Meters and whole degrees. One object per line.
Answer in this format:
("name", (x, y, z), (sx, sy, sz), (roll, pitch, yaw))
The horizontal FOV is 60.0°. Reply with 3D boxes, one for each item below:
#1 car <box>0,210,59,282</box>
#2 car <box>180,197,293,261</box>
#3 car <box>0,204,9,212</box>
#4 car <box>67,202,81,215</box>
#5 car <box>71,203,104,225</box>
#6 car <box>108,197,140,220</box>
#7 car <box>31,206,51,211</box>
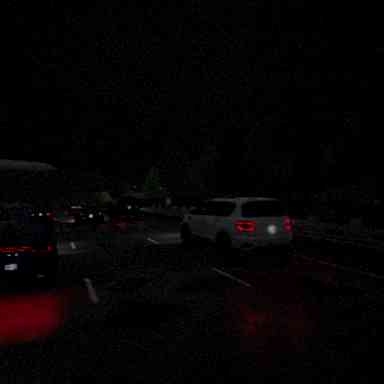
("car", (-4.971, 1.531, 9.676), (1.882, 1.535, 5.008), (-1, 0, -23))
("car", (1.388, 1.217, 12.605), (2.150, 2.045, 5.566), (-1, 0, -23))
("car", (-15.683, 1.693, 26.135), (2.097, 1.767, 4.553), (-1, -1, -23))
("car", (-14.151, 2.005, 40.560), (2.128, 1.511, 4.902), (-1, -1, -23))
("car", (-8.370, 1.808, 26.816), (1.994, 1.385, 4.181), (-1, -1, -23))
("car", (-6.477, 1.496, 31.326), (2.150, 2.045, 5.566), (-1, -1, -23))
("car", (-12.767, 1.874, 28.235), (2.033, 1.411, 5.357), (-1, -1, -23))
